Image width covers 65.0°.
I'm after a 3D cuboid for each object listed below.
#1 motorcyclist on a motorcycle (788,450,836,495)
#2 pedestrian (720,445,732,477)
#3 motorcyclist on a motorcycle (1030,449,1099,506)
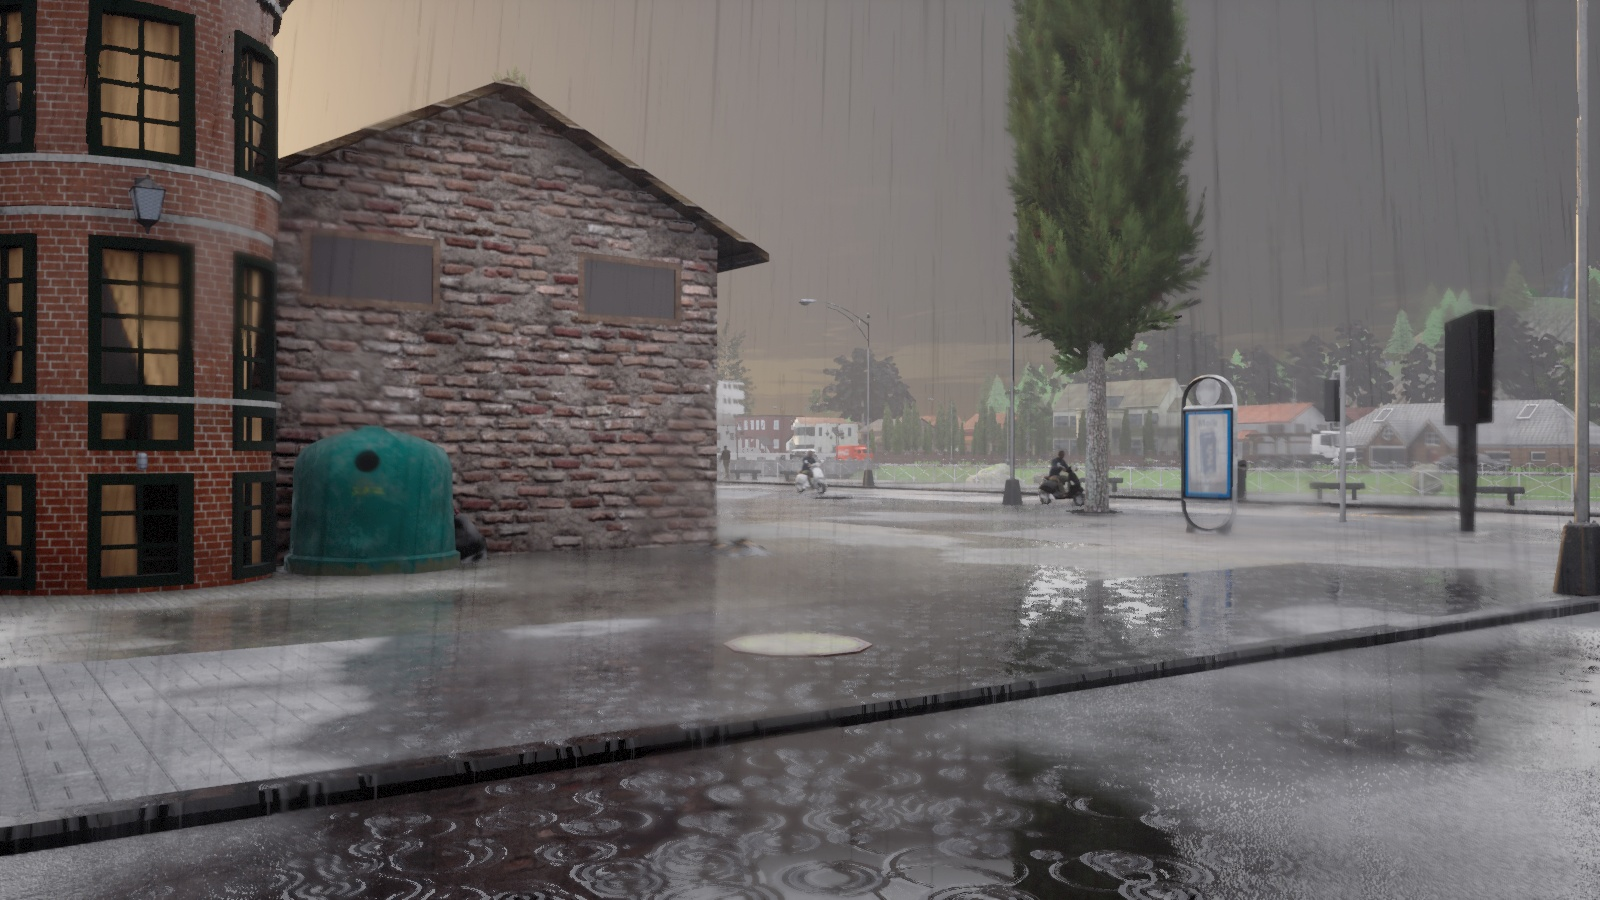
[{"bbox_3d":[0.432,0.810,46.061,0.866,1.590,1.817,0,0,-35],"label":"motorcyclist on a motorcycle"},{"bbox_3d":[-4.258,0.640,72.068,0.431,1.840,0.703,0,0,-30],"label":"pedestrian"},{"bbox_3d":[7.539,0.770,35.870,0.866,1.590,1.817,0,0,-35],"label":"motorcyclist on a motorcycle"}]
